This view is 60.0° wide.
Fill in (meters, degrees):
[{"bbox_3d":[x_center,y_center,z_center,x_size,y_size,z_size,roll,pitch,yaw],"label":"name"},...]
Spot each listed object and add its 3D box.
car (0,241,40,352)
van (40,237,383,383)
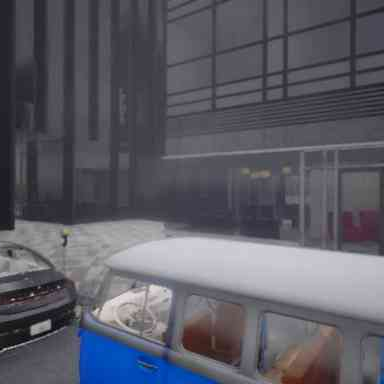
[{"bbox_3d":[-3.743,1.499,5.551,4.403,1.369,2.008,1,0,35],"label":"car"},{"bbox_3d":[0.869,1.336,2.338,3.998,1.788,1.690,1,0,35],"label":"van"}]
